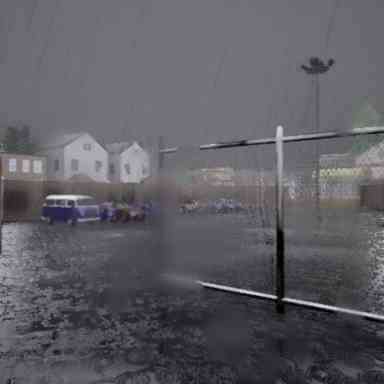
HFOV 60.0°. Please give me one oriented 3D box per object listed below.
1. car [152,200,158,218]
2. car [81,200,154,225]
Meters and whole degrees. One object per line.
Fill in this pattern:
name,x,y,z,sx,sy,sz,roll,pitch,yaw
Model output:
car,-3.427,1.495,29.710,3.633,1.501,1.845,0,0,36
car,-5.811,1.555,25.663,5.357,1.415,2.033,0,0,36
